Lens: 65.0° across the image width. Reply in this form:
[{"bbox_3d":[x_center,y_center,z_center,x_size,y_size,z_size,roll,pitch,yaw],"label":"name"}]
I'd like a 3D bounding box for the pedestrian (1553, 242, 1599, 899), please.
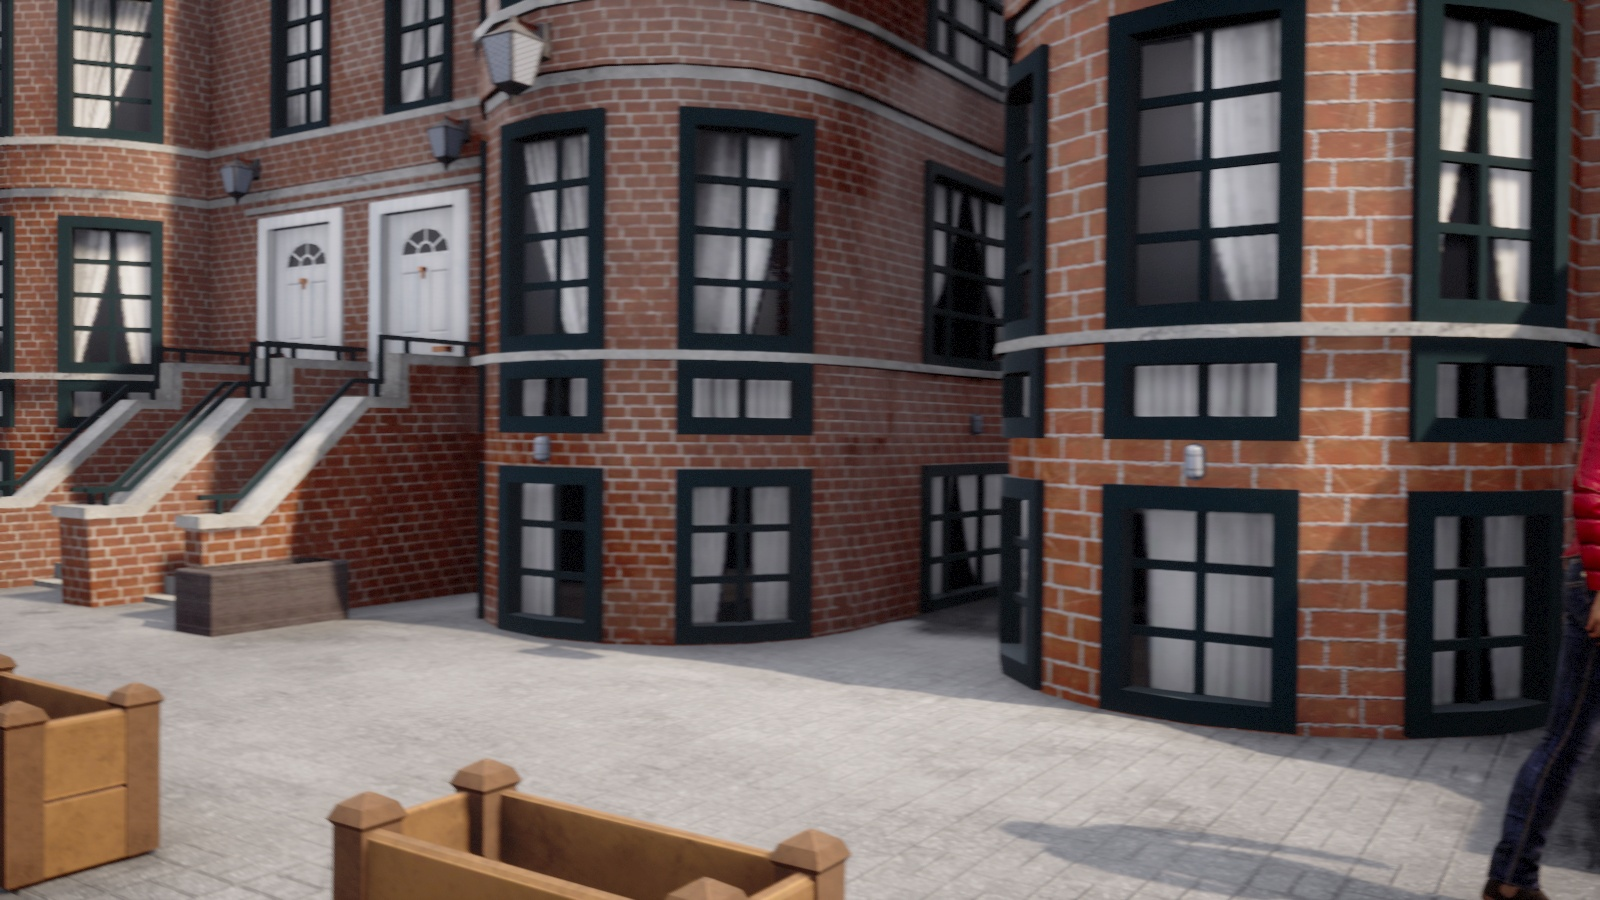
[{"bbox_3d":[2.380,0.374,3.329,0.636,1.846,0.331,0,1,35],"label":"pedestrian"}]
